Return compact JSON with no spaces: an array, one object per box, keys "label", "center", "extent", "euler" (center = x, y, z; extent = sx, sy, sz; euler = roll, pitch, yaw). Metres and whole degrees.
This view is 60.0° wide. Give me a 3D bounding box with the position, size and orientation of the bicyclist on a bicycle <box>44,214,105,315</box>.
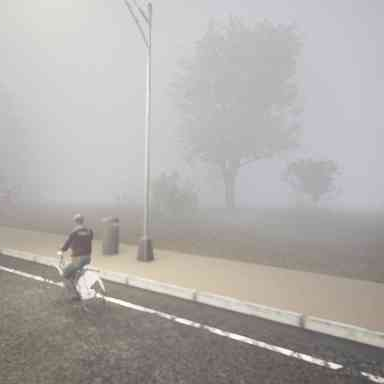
[{"label":"bicyclist on a bicycle","center":[-2.252,1.287,6.210],"extent":[1.843,1.776,0.659],"euler":[1,1,35]}]
